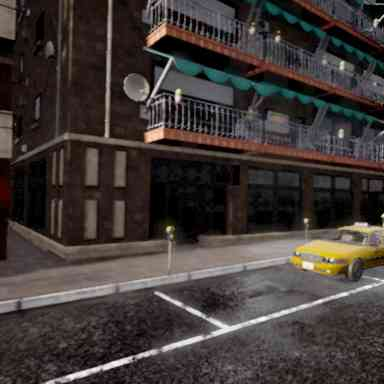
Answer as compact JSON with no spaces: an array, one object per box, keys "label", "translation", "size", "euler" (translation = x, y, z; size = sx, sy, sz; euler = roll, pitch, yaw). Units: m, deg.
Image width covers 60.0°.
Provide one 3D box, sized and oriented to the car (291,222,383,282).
[{"label":"car","translation":[5.018,1.635,10.124],"size":[4.829,1.417,1.752],"euler":[1,0,-35]}]
